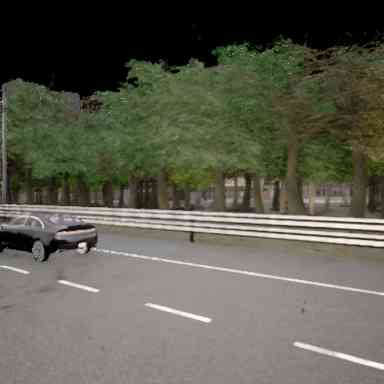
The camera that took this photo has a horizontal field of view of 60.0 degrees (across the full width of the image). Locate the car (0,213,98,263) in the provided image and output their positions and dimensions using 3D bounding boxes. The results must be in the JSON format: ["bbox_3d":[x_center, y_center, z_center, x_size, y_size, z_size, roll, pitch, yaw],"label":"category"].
[{"bbox_3d":[-5.494,1.504,12.097,4.902,1.511,2.128,0,0,36],"label":"car"}]
